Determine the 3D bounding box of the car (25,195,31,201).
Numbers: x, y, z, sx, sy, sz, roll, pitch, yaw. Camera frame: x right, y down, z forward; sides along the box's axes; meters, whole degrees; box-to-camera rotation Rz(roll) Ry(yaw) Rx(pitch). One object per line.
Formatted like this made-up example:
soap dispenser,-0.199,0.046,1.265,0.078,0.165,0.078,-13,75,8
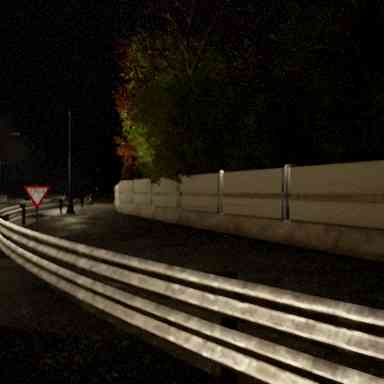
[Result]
car,-35.637,1.276,73.350,1.994,1.385,4.181,0,0,-26
